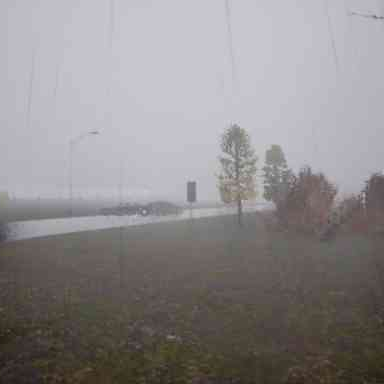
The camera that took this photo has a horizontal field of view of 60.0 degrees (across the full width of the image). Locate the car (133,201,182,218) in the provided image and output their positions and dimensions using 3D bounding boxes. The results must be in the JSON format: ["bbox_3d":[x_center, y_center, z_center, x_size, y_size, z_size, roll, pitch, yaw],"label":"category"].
[{"bbox_3d":[-2.696,1.491,29.282,1.812,1.442,4.674,-1,-1,32],"label":"car"}]

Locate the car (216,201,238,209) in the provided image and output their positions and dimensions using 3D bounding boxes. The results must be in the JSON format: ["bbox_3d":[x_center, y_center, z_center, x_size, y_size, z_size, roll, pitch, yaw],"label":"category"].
[{"bbox_3d":[5.159,1.699,49.038,1.812,1.442,4.674,-1,-1,31],"label":"car"}]

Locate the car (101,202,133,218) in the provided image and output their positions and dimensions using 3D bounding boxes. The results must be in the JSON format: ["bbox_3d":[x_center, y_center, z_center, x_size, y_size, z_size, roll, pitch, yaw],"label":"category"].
[{"bbox_3d":[-6.114,1.595,30.595,1.895,1.301,4.718,-1,-1,32],"label":"car"}]
